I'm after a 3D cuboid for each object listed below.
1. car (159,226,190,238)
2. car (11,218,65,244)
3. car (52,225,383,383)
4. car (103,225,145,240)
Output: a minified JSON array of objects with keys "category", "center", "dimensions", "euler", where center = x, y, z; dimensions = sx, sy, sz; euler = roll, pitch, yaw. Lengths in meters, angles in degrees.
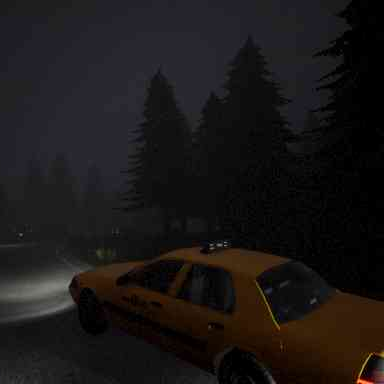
[{"category":"car","center":[-2.306,5.543,46.271],"dimensions":[1.882,1.535,5.008],"euler":[-5,-8,30]},{"category":"car","center":[-12.735,3.227,28.152],"dimensions":[2.150,2.045,5.566],"euler":[-4,-7,7]},{"category":"car","center":[0.133,1.441,4.744],"dimensions":[5.366,1.575,1.801],"euler":[0,1,43]},{"category":"car","center":[-7.429,4.510,36.965],"dimensions":[2.033,1.411,5.357],"euler":[-4,-8,20]}]
